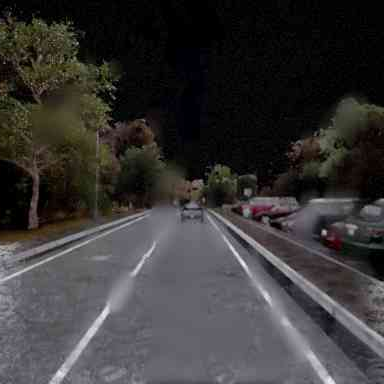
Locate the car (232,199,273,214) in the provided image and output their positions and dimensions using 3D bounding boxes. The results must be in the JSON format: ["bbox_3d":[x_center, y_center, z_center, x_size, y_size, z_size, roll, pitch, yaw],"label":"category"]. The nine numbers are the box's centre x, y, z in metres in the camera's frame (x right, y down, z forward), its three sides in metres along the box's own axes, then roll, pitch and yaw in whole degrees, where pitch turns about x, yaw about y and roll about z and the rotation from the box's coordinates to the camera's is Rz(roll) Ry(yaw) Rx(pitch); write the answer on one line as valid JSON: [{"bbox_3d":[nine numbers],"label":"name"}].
[{"bbox_3d":[7.163,1.729,39.750,4.553,1.767,2.185,0,-1,0],"label":"car"}]

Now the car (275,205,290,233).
[{"bbox_3d":[7.087,1.593,17.545,4.674,1.452,2.002,0,-1,0],"label":"car"}]

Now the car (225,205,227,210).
[{"bbox_3d":[7.144,1.900,42.525,5.008,1.535,2.097,0,-1,0],"label":"car"}]

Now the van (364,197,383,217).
[{"bbox_3d":[20.316,1.547,33.972,4.442,1.987,1.878,0,-1,0],"label":"van"}]

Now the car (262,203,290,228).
[{"bbox_3d":[7.061,1.620,20.323,4.792,1.488,2.163,0,-1,0],"label":"car"}]

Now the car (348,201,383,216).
[{"bbox_3d":[20.199,1.811,36.740,4.892,1.521,2.231,0,-1,0],"label":"car"}]

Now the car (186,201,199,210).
[{"bbox_3d":[0.080,2.313,56.405,2.128,1.511,4.902,0,-2,0],"label":"car"}]

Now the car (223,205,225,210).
[{"bbox_3d":[7.149,1.954,45.297,4.892,1.521,2.231,0,-1,0],"label":"car"}]

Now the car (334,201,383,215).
[{"bbox_3d":[20.026,1.846,39.507,5.366,1.575,1.946,0,-1,0],"label":"car"}]

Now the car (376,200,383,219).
[{"bbox_3d":[20.162,1.610,31.202,4.553,1.767,2.185,0,-1,0],"label":"car"}]

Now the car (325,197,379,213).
[{"bbox_3d":[20.245,1.641,42.279,5.566,2.045,2.435,0,-1,0],"label":"car"}]

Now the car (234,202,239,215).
[{"bbox_3d":[7.150,1.807,34.201,4.792,1.488,2.163,0,-1,0],"label":"car"}]

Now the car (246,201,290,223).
[{"bbox_3d":[7.108,1.665,25.874,5.008,1.535,2.097,0,-1,0],"label":"car"}]

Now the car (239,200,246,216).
[{"bbox_3d":[7.117,1.780,31.425,4.674,1.452,2.002,0,-1,0],"label":"car"}]

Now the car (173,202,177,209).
[{"bbox_3d":[-3.145,2.968,73.438,2.033,1.411,5.357,0,-2,0],"label":"car"}]

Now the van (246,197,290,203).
[{"bbox_3d":[7.225,1.477,28.653,4.442,1.987,1.878,0,-1,0],"label":"van"}]

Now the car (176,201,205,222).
[{"bbox_3d":[0.044,1.741,28.389,2.128,1.511,4.902,0,-1,0],"label":"car"}]

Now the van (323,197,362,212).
[{"bbox_3d":[20.341,1.723,45.170,4.442,1.987,1.878,0,-1,0],"label":"van"}]

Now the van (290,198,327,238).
[{"bbox_3d":[6.962,1.290,14.773,4.442,1.987,1.878,0,-1,0],"label":"van"}]

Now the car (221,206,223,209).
[{"bbox_3d":[6.964,2.011,48.065,5.366,1.575,1.946,0,-1,0],"label":"car"}]

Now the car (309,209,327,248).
[{"bbox_3d":[7.102,1.508,11.988,4.792,1.488,2.163,0,0,0],"label":"car"}]

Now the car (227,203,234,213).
[{"bbox_3d":[7.098,1.564,36.981,5.566,2.045,2.435,0,-1,0],"label":"car"}]

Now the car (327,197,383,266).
[{"bbox_3d":[7.095,1.205,9.237,5.566,2.045,2.435,0,0,0],"label":"car"}]
